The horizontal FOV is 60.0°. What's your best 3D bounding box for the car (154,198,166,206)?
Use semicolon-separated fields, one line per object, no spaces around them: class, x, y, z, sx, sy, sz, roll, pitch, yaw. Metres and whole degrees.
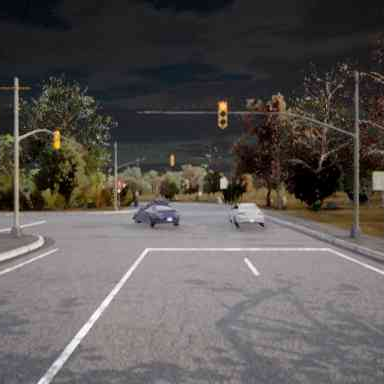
car;-6.337;1.842;65.130;1.837;1.490;4.892;0;-1;-10

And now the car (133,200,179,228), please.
car;-2.400;1.482;22.107;1.812;1.442;4.674;1;0;-27

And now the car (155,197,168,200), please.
car;-4.256;1.644;48.833;1.895;1.301;4.718;0;-1;-4

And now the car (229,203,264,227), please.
car;3.632;1.481;22.443;1.812;1.442;4.674;0;0;0
